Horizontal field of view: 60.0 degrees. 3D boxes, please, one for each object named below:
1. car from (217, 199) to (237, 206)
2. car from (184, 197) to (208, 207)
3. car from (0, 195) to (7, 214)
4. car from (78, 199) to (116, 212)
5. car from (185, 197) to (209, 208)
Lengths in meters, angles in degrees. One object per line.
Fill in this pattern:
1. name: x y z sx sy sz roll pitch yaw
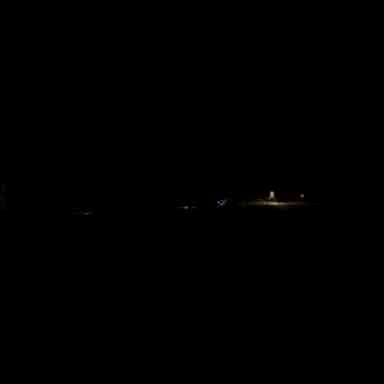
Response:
1. car: 6.641 2.005 62.555 1.895 1.301 4.718 0 -1 35
2. car: 0.774 1.717 58.950 2.097 1.767 4.553 0 -1 35
3. car: -19.649 1.255 29.723 2.150 2.045 5.566 0 0 34
4. car: -11.675 1.647 41.187 1.882 1.535 5.008 0 -1 34
5. car: 0.950 1.806 54.288 2.128 1.511 4.902 0 -1 35
